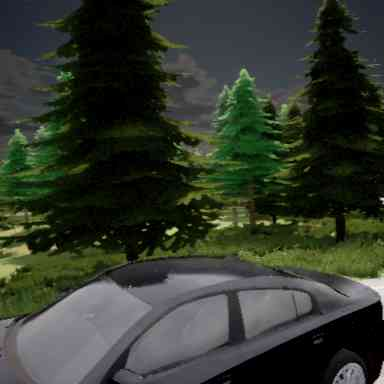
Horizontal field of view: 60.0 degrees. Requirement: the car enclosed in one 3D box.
[{"bbox_3d":[-0.279,1.429,3.103,5.008,1.535,1.882,-1,1,-31],"label":"car"}]
